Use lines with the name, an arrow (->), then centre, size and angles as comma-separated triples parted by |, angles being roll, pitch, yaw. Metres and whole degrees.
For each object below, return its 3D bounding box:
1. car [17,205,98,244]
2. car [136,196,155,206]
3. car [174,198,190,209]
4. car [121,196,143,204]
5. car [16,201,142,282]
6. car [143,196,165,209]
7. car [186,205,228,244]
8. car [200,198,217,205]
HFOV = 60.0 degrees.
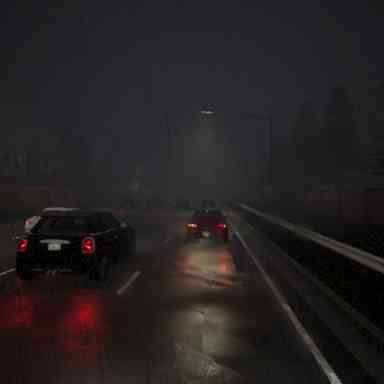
car -> -6.265, 1.438, 16.139 | 1.812, 1.442, 4.674 | 1, 0, 3
car -> -7.678, 1.393, 55.676 | 2.128, 1.511, 4.902 | 1, 0, 3
car -> -1.336, 1.538, 43.753 | 2.033, 1.411, 5.357 | 1, 0, 3
car -> -8.302, 1.395, 44.492 | 1.837, 1.490, 4.892 | 1, 0, 3
car -> -3.103, 1.309, 9.894 | 2.097, 1.767, 4.553 | 1, 0, 3
car -> -4.799, 1.418, 44.420 | 1.882, 1.535, 5.008 | 1, 0, 3
car -> 0.725, 1.540, 15.771 | 1.812, 1.442, 4.674 | 1, 0, 3
car -> 2.187, 1.549, 44.006 | 1.837, 1.490, 4.892 | 1, 0, 3
